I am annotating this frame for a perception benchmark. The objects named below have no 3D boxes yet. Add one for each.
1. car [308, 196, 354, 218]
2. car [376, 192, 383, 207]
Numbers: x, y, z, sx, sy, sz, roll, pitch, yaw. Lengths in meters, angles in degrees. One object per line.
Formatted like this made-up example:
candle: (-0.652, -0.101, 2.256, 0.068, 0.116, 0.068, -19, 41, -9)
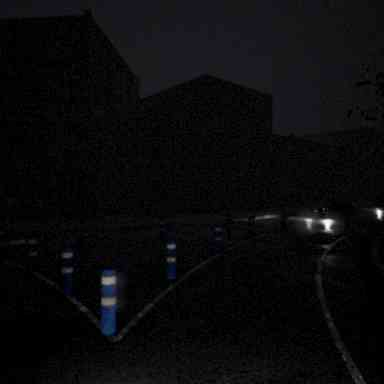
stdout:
car: (10.965, 1.110, 26.064, 4.892, 1.490, 1.837, -2, 2, -41)
car: (21.518, 0.504, 35.120, 5.566, 2.045, 2.150, -2, 2, -41)
